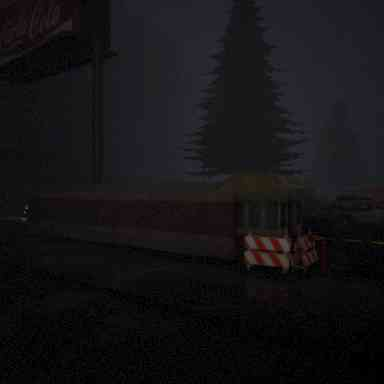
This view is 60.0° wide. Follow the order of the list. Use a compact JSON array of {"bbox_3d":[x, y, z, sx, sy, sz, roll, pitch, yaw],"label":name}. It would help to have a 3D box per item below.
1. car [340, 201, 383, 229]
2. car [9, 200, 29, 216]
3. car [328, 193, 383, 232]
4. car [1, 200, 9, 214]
[{"bbox_3d":[11.219,1.338,19.680,4.193,1.474,1.816,0,0,35],"label":"car"},{"bbox_3d":[-14.171,1.353,31.427,2.097,1.767,4.553,0,0,35],"label":"car"},{"bbox_3d":[9.282,1.149,17.621,3.866,1.878,1.905,0,0,35],"label":"car"},{"bbox_3d":[-18.358,1.491,31.566,2.128,1.511,4.902,0,0,35],"label":"car"}]
